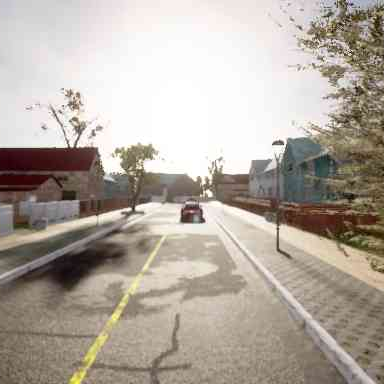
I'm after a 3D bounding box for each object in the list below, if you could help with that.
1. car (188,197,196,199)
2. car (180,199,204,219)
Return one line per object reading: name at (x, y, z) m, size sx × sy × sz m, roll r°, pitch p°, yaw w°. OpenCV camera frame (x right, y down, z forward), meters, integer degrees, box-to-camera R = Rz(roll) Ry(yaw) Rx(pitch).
car at (-0.024, 1.673, 60.546) m, size 1.837 × 1.490 × 4.892 m, roll 0°, pitch -2°, yaw 0°
car at (-0.001, 1.566, 29.135) m, size 1.994 × 1.385 × 4.181 m, roll 0°, pitch 0°, yaw 0°
